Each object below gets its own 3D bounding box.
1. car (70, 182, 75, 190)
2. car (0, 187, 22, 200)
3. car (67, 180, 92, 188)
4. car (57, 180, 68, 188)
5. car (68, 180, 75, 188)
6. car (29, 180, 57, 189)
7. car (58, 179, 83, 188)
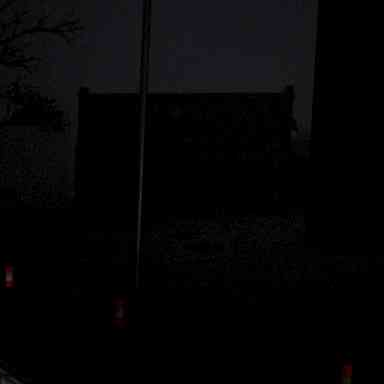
[{"bbox_3d":[-17.833,-0.582,56.176,1.895,1.301,4.718,3,2,20],"label":"car"},{"bbox_3d":[-20.148,0.104,35.393,1.994,1.385,4.181,3,2,9],"label":"car"},{"bbox_3d":[-24.840,-1.742,73.186,4.892,1.521,2.231,3,3,20],"label":"car"},{"bbox_3d":[-27.694,-1.526,65.421,5.008,1.535,2.097,3,3,20],"label":"car"},{"bbox_3d":[-26.738,-1.557,68.006,4.674,1.452,2.002,3,3,20],"label":"car"},{"bbox_3d":[-28.608,-1.582,62.811,4.553,1.767,2.185,3,3,20],"label":"car"},{"bbox_3d":[-25.752,-1.792,70.576,4.553,1.767,2.185,3,3,20],"label":"car"}]
